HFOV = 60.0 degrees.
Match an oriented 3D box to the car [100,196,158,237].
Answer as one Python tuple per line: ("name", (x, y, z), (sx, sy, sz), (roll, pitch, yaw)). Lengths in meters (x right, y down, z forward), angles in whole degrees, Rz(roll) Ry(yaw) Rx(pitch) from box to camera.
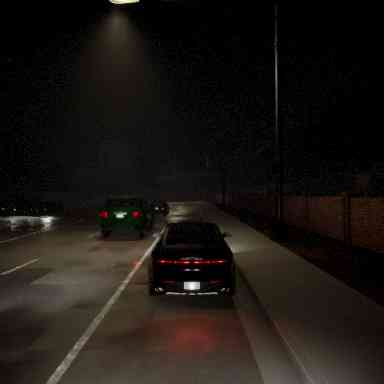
("car", (-3.398, 1.229, 18.301), (2.150, 2.045, 5.566), (0, 0, 0))

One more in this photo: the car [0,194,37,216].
("car", (-17.496, 1.236, 33.643), (2.150, 2.045, 5.566), (0, 0, 0))

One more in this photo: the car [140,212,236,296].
("car", (0.000, 1.508, 8.652), (1.837, 1.490, 4.892), (0, 0, 0))

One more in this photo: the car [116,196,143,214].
("car", (-6.799, 1.367, 36.775), (2.097, 1.767, 4.553), (0, 0, 0))

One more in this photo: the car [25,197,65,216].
("car", (-13.996, 1.519, 32.515), (1.837, 1.490, 4.892), (0, 0, 0))

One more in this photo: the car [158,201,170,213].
("car", (-3.298, 1.561, 32.933), (2.033, 1.411, 5.357), (0, 0, 0))
